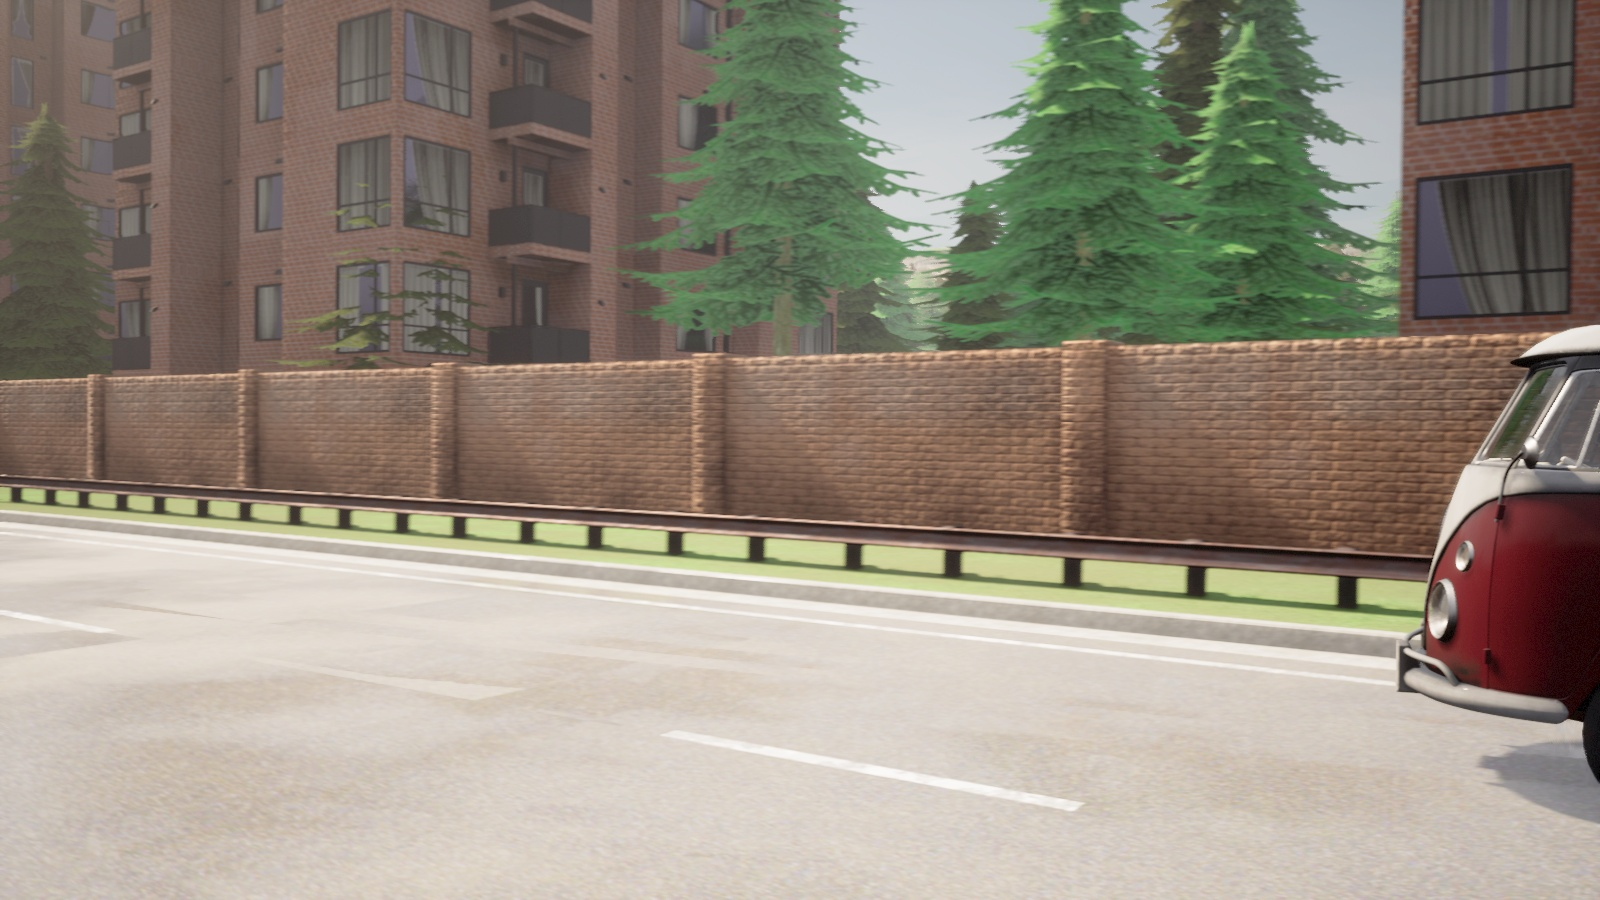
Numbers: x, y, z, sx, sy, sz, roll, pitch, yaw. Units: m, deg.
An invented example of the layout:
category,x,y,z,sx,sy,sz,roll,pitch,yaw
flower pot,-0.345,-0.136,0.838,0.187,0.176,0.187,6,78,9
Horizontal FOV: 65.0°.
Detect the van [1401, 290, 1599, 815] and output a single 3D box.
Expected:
category,x,y,z,sx,sy,sz,roll,pitch,yaw
van,4.795,0.379,4.635,4.442,1.987,1.775,0,1,34
